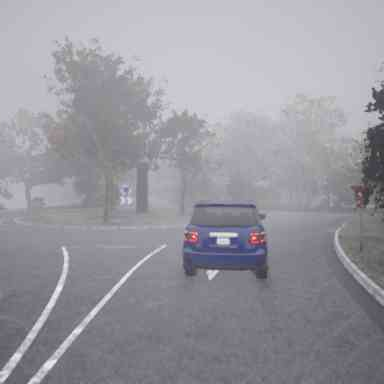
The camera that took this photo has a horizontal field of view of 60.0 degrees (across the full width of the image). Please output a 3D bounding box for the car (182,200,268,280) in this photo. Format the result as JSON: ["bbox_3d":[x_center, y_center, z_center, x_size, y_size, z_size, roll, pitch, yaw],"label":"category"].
[{"bbox_3d":[1.104,1.243,10.289,2.150,2.045,5.566,0,0,8],"label":"car"}]

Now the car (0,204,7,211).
[{"bbox_3d":[-22.488,1.778,34.789,5.357,1.411,2.033,-6,2,-16],"label":"car"}]
